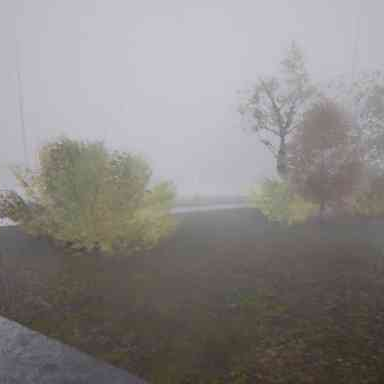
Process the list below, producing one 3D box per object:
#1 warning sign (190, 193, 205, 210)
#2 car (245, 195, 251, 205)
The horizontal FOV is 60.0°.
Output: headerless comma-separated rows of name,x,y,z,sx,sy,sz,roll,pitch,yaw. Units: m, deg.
warning sign,0.596,1.027,36.923,1.300,1.860,1.060,0,0,40
car,10.290,1.176,52.173,2.097,1.767,4.553,0,0,41
